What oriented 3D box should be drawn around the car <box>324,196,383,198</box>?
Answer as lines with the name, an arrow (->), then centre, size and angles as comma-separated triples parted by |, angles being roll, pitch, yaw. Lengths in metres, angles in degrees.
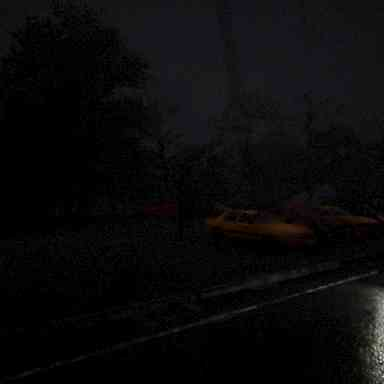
car -> 11.545, 1.253, 20.464 | 2.435, 2.045, 5.566 | 1, 0, -35

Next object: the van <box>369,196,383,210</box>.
van -> 28.838, 1.696, 49.031 | 1.878, 1.987, 4.442 | 2, -1, -35

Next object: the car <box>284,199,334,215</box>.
car -> 13.131, 1.635, 37.686 | 2.097, 1.535, 5.008 | 1, 0, -35

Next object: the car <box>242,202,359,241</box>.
car -> 4.748, 1.434, 15.661 | 2.231, 1.521, 4.892 | 0, 0, -35

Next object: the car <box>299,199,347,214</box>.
car -> 15.388, 1.669, 39.293 | 2.231, 1.521, 4.892 | 1, 0, -35

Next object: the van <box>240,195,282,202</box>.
van -> 6.296, 1.313, 32.963 | 1.878, 1.987, 4.442 | 1, 0, -35

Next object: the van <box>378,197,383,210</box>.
van -> 30.990, 1.770, 50.566 | 1.878, 1.987, 4.442 | 2, -1, -35

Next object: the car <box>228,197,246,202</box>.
car -> 1.959, 1.473, 29.501 | 1.946, 1.575, 5.366 | 1, 0, -35

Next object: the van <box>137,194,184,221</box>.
van -> -2.824, 1.208, 26.463 | 1.878, 1.987, 4.442 | 0, 0, -35

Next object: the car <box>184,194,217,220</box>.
car -> -0.417, 1.199, 28.069 | 2.435, 2.045, 5.566 | 0, 0, -35

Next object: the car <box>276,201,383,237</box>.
car -> 7.005, 1.449, 17.270 | 2.097, 1.535, 5.008 | 1, 0, -35

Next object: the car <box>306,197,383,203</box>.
car -> 9.253, 1.349, 18.903 | 2.185, 1.767, 4.553 | 1, 0, -35

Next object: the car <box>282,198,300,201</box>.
car -> 8.636, 1.445, 34.449 | 2.185, 1.767, 4.553 | 1, 0, -35

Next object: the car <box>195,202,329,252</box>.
car -> 2.605, 1.421, 13.898 | 1.946, 1.575, 5.366 | 0, 0, -35

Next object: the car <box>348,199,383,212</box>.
car -> 24.403, 1.796, 45.733 | 2.097, 1.535, 5.008 | 1, 0, -35

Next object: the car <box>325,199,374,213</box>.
car -> 20.003, 1.729, 42.364 | 1.946, 1.575, 5.366 | 1, 0, -36

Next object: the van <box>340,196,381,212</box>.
van -> 22.220, 1.538, 44.027 | 1.878, 1.987, 4.442 | 1, 0, -35

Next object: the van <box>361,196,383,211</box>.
van -> 26.610, 1.616, 47.157 | 1.878, 1.987, 4.442 | 1, -1, -35

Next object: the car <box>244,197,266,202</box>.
car -> 4.109, 1.508, 31.253 | 2.231, 1.521, 4.892 | 1, 0, -35
